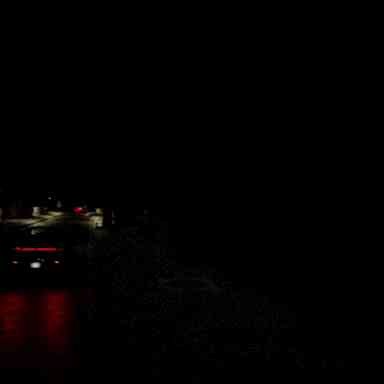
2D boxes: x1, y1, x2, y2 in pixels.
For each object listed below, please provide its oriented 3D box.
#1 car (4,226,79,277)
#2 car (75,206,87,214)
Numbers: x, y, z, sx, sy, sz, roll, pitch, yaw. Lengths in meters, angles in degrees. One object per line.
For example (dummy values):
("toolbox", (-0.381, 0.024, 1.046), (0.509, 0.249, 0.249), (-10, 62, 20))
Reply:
("car", (-5.175, 1.977, 11.843), (2.128, 1.511, 4.902), (3, -3, -17))
("car", (-28.558, 5.119, 86.675), (1.895, 1.301, 4.718), (4, -3, -24))
